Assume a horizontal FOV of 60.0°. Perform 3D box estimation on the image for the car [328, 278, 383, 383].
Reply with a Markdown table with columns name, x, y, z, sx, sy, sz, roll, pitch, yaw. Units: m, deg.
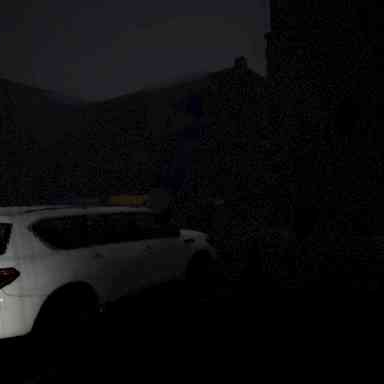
| name | x | y | z | sx | sy | sz | roll | pitch | yaw |
| --- | --- | --- | --- | --- | --- | --- | --- | --- | --- |
| car | 2.795 | 1.507 | 3.327 | 2.163 | 1.488 | 4.792 | 0 | 0 | 35 |

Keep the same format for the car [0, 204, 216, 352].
| name | x | y | z | sx | sy | sz | roll | pitch | yaw |
| --- | --- | --- | --- | --- | --- | --- | --- | --- | --- |
| car | -1.700 | 1.253 | 6.603 | 2.435 | 2.045 | 5.566 | 0 | 0 | 35 |
